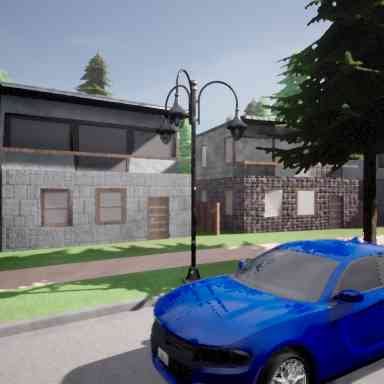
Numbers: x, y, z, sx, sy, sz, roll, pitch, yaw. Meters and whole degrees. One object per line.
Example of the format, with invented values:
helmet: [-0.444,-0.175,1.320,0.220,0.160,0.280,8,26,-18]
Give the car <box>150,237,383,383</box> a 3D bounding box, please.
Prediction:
car: [1.850,1.477,4.811,5.008,1.535,1.882,0,0,-30]
